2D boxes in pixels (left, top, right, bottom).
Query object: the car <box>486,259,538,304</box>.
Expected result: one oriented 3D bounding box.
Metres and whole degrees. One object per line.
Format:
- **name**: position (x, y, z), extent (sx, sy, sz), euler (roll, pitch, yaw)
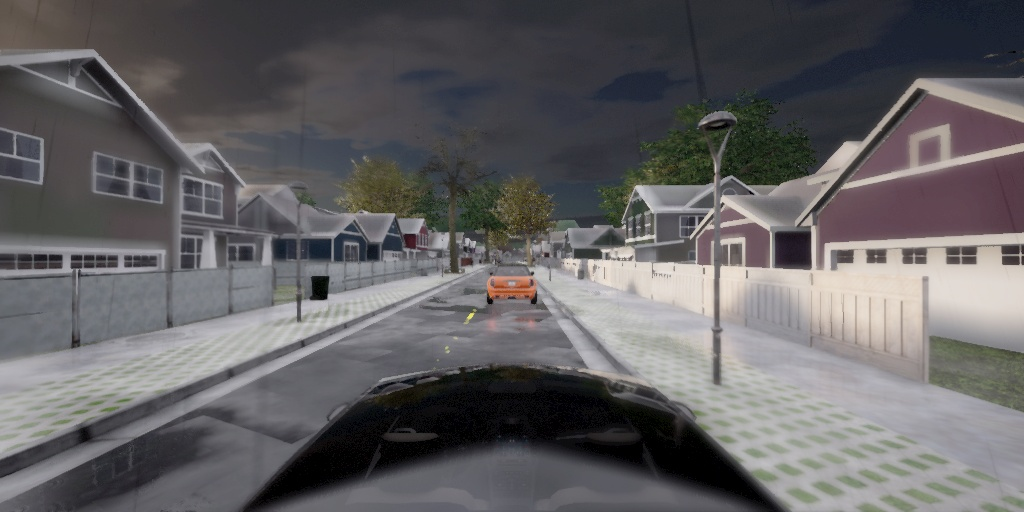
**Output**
- **car**: position (0.000, 1.123, 16.471), extent (2.097, 1.767, 4.553), euler (0, 0, 0)
